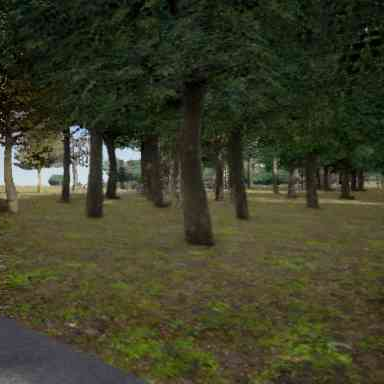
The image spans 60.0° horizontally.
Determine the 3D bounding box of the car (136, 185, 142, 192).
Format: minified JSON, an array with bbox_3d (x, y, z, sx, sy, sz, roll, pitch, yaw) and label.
[{"bbox_3d":[-12.412,-1.007,88.358,2.150,2.045,5.566,-2,1,34],"label":"car"}]
